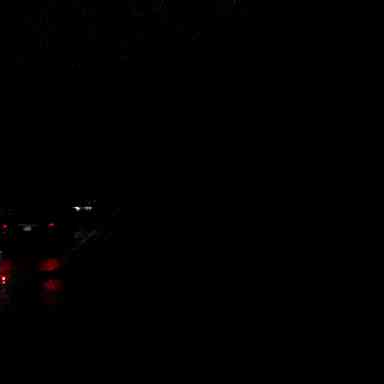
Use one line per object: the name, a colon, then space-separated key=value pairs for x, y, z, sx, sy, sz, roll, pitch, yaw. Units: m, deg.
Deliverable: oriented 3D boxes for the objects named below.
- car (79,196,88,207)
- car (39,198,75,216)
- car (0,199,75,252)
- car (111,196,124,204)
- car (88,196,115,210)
car: x=-15.504 y=1.306 z=49.017 sx=1.882 sy=1.535 sz=5.008 roll=0 pitch=0 yaw=-8
car: x=-13.057 y=1.418 z=32.489 sx=2.128 sy=1.511 sz=4.902 roll=0 pitch=0 yaw=-9
car: x=-6.417 y=1.372 z=14.301 sx=2.097 sy=1.767 sz=4.553 roll=0 pitch=0 yaw=-11
car: x=-13.755 y=1.421 z=61.549 sx=1.994 sy=1.385 sz=4.181 roll=0 pitch=-1 yaw=-9
car: x=-10.219 y=1.094 z=38.373 sx=2.150 sy=2.045 sz=5.566 roll=0 pitch=0 yaw=-9
